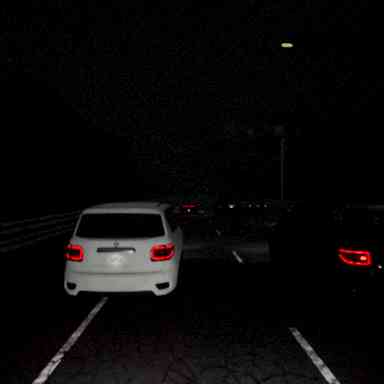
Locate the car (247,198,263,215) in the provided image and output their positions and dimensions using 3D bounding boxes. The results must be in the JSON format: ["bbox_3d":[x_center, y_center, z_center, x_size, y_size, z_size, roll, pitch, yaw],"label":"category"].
[{"bbox_3d":[6.690,1.499,35.911,2.097,1.767,4.553,0,0,0],"label":"car"}]

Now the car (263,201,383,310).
[{"bbox_3d":[3.489,1.254,8.032,2.150,2.045,5.566,0,0,-1],"label":"car"}]

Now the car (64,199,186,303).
[{"bbox_3d":[-1.340,1.252,8.414,2.150,2.045,5.566,0,0,-1],"label":"car"}]

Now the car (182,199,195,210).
[{"bbox_3d":[-0.479,1.701,46.767,1.837,1.490,4.892,0,0,0],"label":"car"}]

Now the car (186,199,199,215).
[{"bbox_3d":[-0.339,1.646,36.418,1.837,1.490,4.892,0,0,0],"label":"car"}]

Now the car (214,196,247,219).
[{"bbox_3d":[3.251,1.339,30.376,2.150,2.045,5.566,0,0,-1],"label":"car"}]

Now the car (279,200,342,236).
[{"bbox_3d":[6.864,1.431,19.805,2.097,1.767,4.553,0,0,-1],"label":"car"}]
